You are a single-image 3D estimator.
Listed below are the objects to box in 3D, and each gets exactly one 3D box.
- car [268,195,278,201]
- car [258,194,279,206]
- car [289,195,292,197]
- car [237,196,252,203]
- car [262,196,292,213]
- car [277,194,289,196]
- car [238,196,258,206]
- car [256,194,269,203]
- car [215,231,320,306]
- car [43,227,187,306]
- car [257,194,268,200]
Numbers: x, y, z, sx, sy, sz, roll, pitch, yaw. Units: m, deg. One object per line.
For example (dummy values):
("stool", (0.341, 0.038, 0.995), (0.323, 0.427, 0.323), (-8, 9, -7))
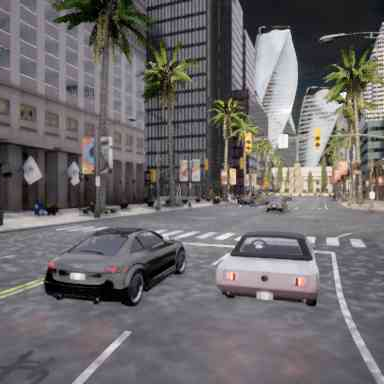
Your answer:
("car", (20.673, 1.530, 84.797), (1.994, 1.385, 4.181), (0, 0, 21))
("car", (12.690, 1.549, 55.295), (1.994, 1.385, 4.181), (0, 0, 22))
("car", (24.146, 1.452, 84.080), (1.882, 1.535, 5.008), (0, 0, 21))
("car", (10.916, 1.495, 68.810), (2.161, 1.482, 4.786), (0, 0, 21))
("car", (9.647, 1.537, 37.560), (2.033, 1.411, 5.357), (0, 0, 22))
("car", (18.394, 1.522, 69.535), (2.033, 1.411, 5.357), (0, 0, 22))
("car", (9.313, 1.533, 56.275), (2.033, 1.411, 5.357), (0, 0, 22))
("car", (14.993, 1.337, 70.450), (2.097, 1.767, 4.553), (0, 0, 22))
("car", (2.033, 1.599, 8.148), (1.895, 1.301, 4.718), (0, 0, 19))
("car", (-1.576, 1.562, 8.195), (1.994, 1.385, 4.181), (0, 0, 17))
("car", (19.033, 1.331, 89.184), (2.185, 1.767, 4.553), (0, 0, 21))
